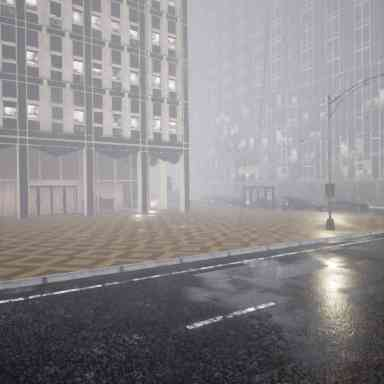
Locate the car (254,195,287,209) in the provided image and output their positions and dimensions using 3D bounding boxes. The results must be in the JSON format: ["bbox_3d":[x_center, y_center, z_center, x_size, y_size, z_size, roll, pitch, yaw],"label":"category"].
[{"bbox_3d":[9.285,1.388,41.003,1.802,1.307,4.206,0,1,-34],"label":"car"}]

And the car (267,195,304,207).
[{"bbox_3d":[12.905,1.195,46.160,1.837,1.490,4.892,-1,1,-34],"label":"car"}]

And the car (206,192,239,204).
[{"bbox_3d":[4.851,1.159,52.339,1.837,1.490,4.892,-1,1,-34],"label":"car"}]

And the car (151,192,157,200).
[{"bbox_3d":[-9.793,1.039,69.266,2.008,1.369,4.403,0,1,-34],"label":"car"}]

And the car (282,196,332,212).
[{"bbox_3d":[12.467,1.423,36.291,1.947,1.339,4.313,0,1,-34],"label":"car"}]

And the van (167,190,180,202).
[{"bbox_3d":[-3.402,0.937,59.863,1.690,1.788,3.998,0,1,-34],"label":"van"}]

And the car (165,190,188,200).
[{"bbox_3d":[-3.384,0.645,70.094,2.150,2.045,5.566,-1,1,-34],"label":"car"}]

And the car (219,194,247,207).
[{"bbox_3d":[6.138,1.319,45.736,1.947,1.339,4.313,0,1,-34],"label":"car"}]

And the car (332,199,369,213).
[{"bbox_3d":[16.413,1.405,35.308,1.994,1.385,4.181,-1,1,-34],"label":"car"}]

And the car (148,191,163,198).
[{"bbox_3d":[-9.254,0.686,83.374,1.967,1.590,4.097,0,1,-34],"label":"car"}]

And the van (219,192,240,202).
[{"bbox_3d":[6.723,0.855,59.872,1.690,1.788,3.998,0,1,-34],"label":"van"}]

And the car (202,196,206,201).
[{"bbox_3d":[3.528,1.043,64.575,1.802,1.307,4.206,0,1,-34],"label":"car"}]
